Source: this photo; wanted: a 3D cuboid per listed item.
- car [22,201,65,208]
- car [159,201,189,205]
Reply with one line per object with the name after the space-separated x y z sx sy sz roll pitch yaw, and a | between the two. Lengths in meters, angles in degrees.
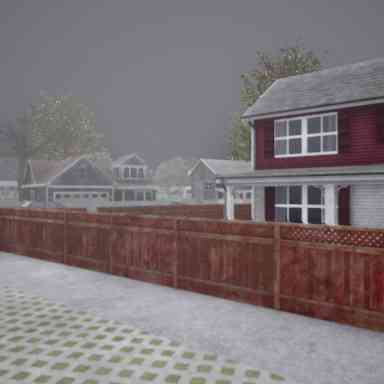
-10.784 1.405 22.787 4.553 1.767 2.097 0 0 -37 | car
-1.971 1.616 29.241 4.892 1.490 1.837 0 0 -35 | car
